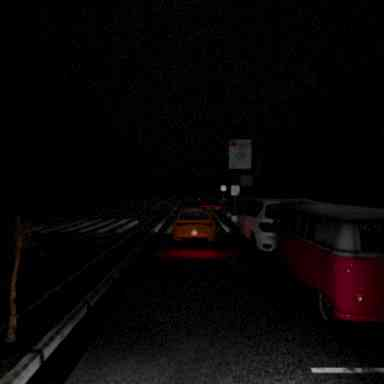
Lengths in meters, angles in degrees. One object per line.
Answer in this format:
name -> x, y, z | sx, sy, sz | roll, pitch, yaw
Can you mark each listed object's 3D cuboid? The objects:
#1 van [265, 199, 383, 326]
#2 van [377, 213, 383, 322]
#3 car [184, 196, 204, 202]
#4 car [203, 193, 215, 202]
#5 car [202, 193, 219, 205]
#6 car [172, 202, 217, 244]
van -> 3.050, 1.252, 7.065 | 1.878, 1.987, 4.442 | 0, 0, 0
van -> 3.050, 1.255, 1.518 | 1.878, 1.987, 4.442 | 0, 0, 0
car -> 0.095, 1.442, 37.170 | 1.837, 1.490, 4.892 | 0, 0, 0
car -> 2.918, 0.938, 59.336 | 1.882, 1.535, 5.008 | 0, 2, 0
car -> 2.919, 1.052, 51.418 | 2.097, 1.767, 4.553 | 0, 2, 0
car -> 0.098, 1.465, 15.664 | 1.882, 1.535, 5.008 | 0, 0, 0
